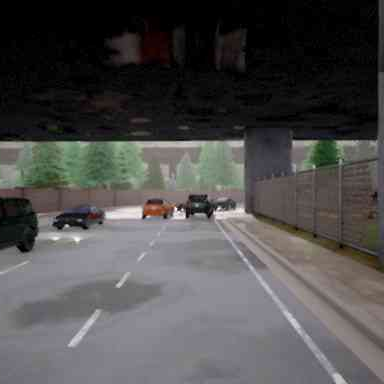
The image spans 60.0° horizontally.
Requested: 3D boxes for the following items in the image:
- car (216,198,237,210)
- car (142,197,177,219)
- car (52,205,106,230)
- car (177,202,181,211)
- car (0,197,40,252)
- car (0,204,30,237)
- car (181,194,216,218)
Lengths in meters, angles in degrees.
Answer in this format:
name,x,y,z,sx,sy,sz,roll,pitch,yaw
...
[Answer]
name,x,y,z,sx,sy,sz,roll,pitch,yaw
car,4.256,1.460,41.749,1.837,1.490,4.892,0,1,24
car,-2.877,1.317,28.902,2.097,1.767,4.553,0,0,6
car,-7.002,1.521,21.376,2.033,1.411,5.357,0,0,1
car,-0.241,1.555,40.304,1.895,1.301,4.718,0,0,19
car,-7.085,1.208,10.866,2.150,2.045,5.566,0,0,0
car,-10.492,1.470,17.107,1.882,1.535,5.008,0,0,0
car,0.728,1.189,29.747,2.150,2.045,5.566,0,0,7
